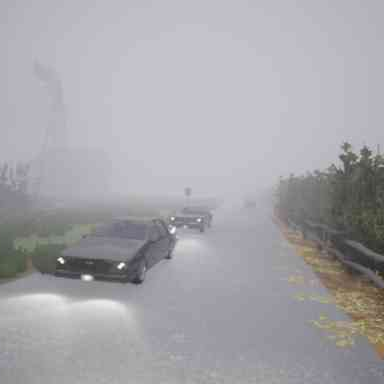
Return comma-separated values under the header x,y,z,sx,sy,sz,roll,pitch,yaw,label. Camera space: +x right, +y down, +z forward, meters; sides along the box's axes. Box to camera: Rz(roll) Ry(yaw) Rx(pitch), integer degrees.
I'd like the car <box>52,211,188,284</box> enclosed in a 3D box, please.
x,y,z,sx,sy,sz,roll,pitch,yaw,label
-1.740,1.441,9.642,2.033,1.411,5.357,3,0,10,car

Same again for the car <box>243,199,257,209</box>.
x,y,z,sx,sy,sz,roll,pitch,yaw,label
8.668,1.776,49.929,2.033,1.411,5.357,3,0,10,car

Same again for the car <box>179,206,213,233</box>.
x,y,z,sx,sy,sz,roll,pitch,yaw,label
0.049,1.542,19.775,1.895,1.301,4.718,3,0,10,car
